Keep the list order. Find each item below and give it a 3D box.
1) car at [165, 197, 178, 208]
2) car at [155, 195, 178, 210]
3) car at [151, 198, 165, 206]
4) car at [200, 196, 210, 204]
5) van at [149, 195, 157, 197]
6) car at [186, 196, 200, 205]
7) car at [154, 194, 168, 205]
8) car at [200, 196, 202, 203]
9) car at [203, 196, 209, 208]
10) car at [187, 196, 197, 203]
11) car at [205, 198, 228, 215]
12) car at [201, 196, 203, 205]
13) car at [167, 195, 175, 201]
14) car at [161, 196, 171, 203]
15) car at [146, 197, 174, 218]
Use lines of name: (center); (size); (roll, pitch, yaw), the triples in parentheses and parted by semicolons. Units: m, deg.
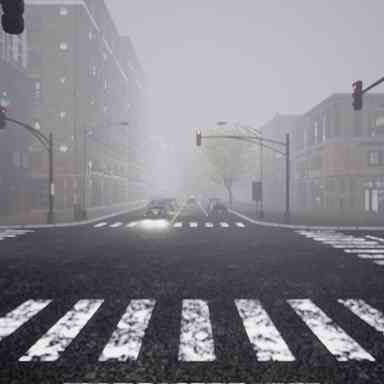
car: (-3.124, 1.582, 51.498); (1.812, 1.442, 4.674); (0, 0, 1)
car: (-3.126, 1.516, 41.131); (1.882, 1.535, 5.008); (0, 0, 0)
car: (-5.737, 1.648, 56.506); (1.802, 1.307, 4.206); (0, 0, 0)
car: (2.634, 1.532, 67.905); (1.967, 1.590, 4.097); (0, 0, 0)
van: (-5.733, 1.396, 50.810); (1.690, 1.788, 3.998); (0, 0, 0)
car: (-0.048, 1.639, 60.904); (1.994, 1.385, 4.181); (0, 0, 0)
car: (-5.742, 1.393, 62.203); (2.192, 1.841, 5.009); (0, 0, 0)
car: (2.648, 1.637, 50.815); (1.802, 1.307, 4.206); (0, 0, 0)
car: (2.658, 1.476, 39.421); (1.967, 1.590, 4.097); (0, 0, 0)
car: (-0.057, 1.552, 70.911); (2.033, 1.411, 5.357); (0, 0, 0)
car: (2.662, 1.578, 33.724); (2.008, 1.369, 4.403); (0, 0, 0)
car: (2.653, 1.485, 45.117); (1.967, 1.590, 4.097); (0, 0, 0)
car: (-5.765, 1.681, 90.517); (1.752, 1.417, 4.829); (0, 0, 0)
car: (-5.751, 1.658, 73.596); (2.008, 1.369, 4.403); (0, 0, 0)
car: (-3.126, 1.514, 30.930); (2.128, 1.511, 4.902); (0, 0, 0)
